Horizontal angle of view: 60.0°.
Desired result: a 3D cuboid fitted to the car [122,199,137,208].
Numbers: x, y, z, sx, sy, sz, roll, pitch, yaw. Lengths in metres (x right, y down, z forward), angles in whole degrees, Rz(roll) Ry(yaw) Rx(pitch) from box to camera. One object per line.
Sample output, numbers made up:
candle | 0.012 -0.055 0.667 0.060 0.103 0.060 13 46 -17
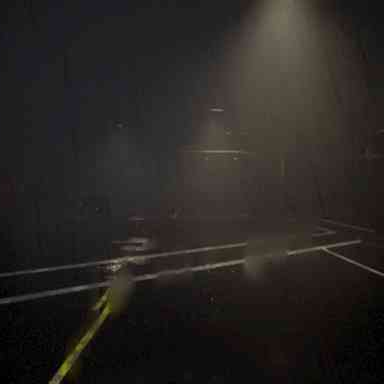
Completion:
car | -10.553 1.862 56.428 1.812 1.442 4.674 0 -1 0

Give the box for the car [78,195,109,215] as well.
car | -10.533 1.322 36.073 2.150 2.045 5.566 0 -1 0
